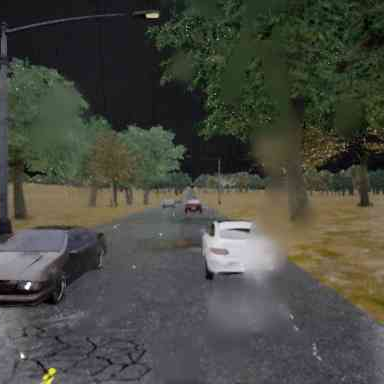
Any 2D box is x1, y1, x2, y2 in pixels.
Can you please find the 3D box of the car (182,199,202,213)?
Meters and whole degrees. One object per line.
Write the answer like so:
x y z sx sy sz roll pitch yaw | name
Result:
0.175 1.605 38.600 1.882 1.535 5.008 0 0 1 | car

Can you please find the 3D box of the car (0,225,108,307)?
-3.581 1.572 8.434 2.033 1.411 5.357 0 0 0 | car

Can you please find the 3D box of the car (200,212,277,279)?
1.249 1.556 9.998 1.812 1.442 4.674 0 0 0 | car

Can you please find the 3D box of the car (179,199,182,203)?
-3.298 2.364 84.643 1.895 1.301 4.718 0 -1 0 | car

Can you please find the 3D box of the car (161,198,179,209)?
-3.468 1.749 50.438 1.837 1.490 4.892 0 -1 0 | car

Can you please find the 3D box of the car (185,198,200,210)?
0.117 1.709 48.557 2.128 1.511 4.902 0 -1 0 | car
